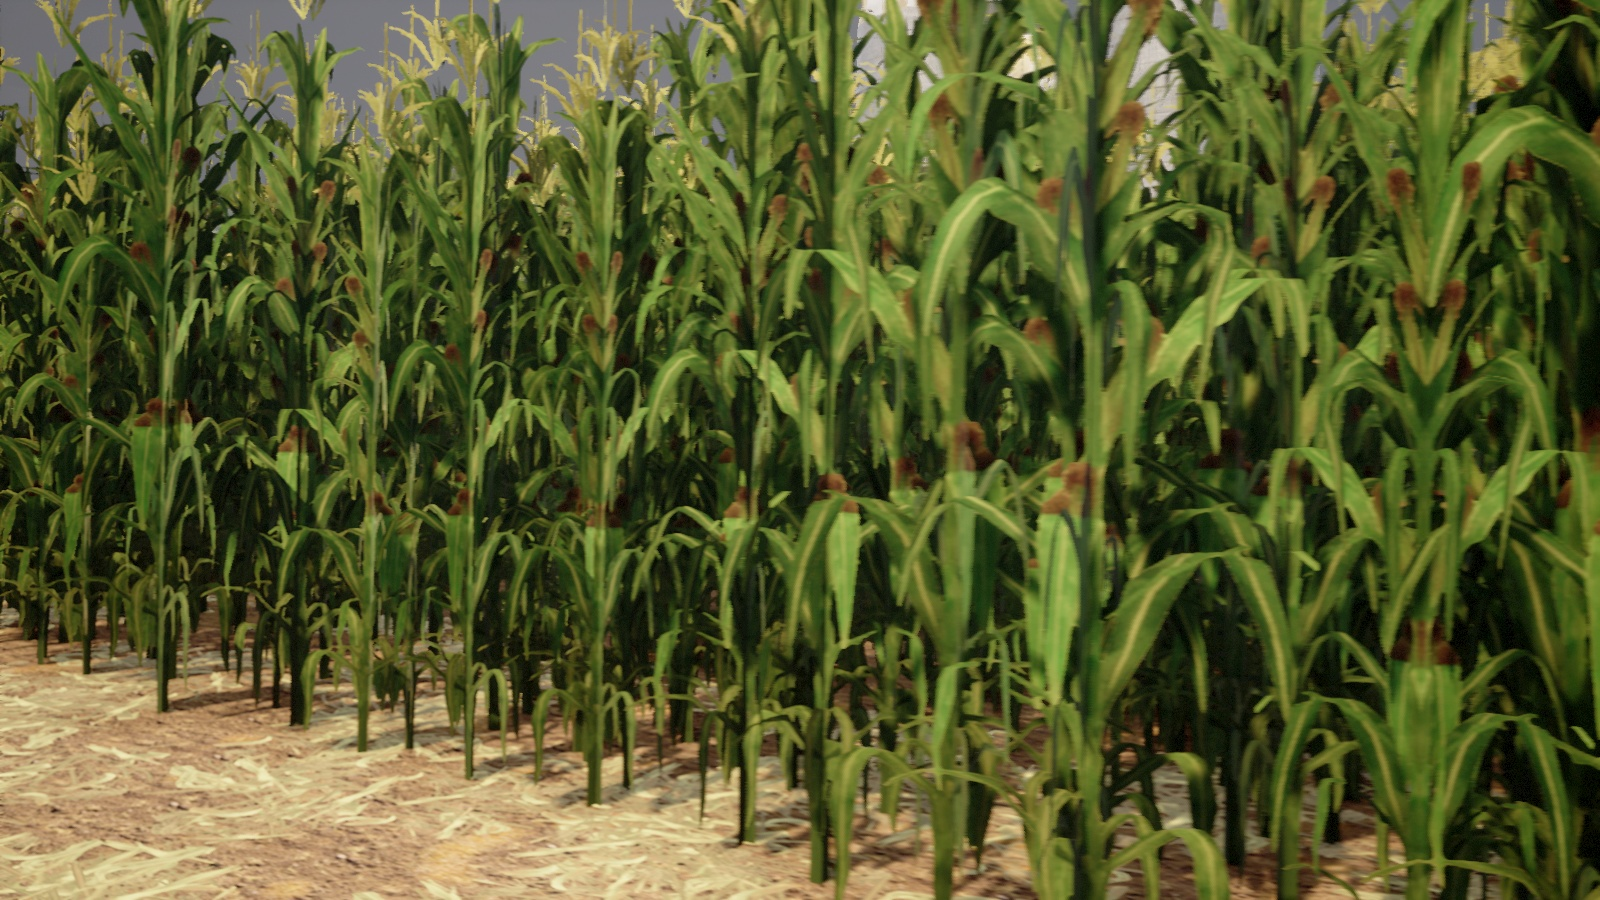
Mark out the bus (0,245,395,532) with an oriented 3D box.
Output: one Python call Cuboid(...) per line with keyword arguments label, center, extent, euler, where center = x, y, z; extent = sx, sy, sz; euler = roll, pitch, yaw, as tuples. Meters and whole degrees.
Cuboid(label="bus", center=(-12.412, -0.961, 21.381), extent=(3.944, 4.253, 10.273), euler=(1, 1, 33))
